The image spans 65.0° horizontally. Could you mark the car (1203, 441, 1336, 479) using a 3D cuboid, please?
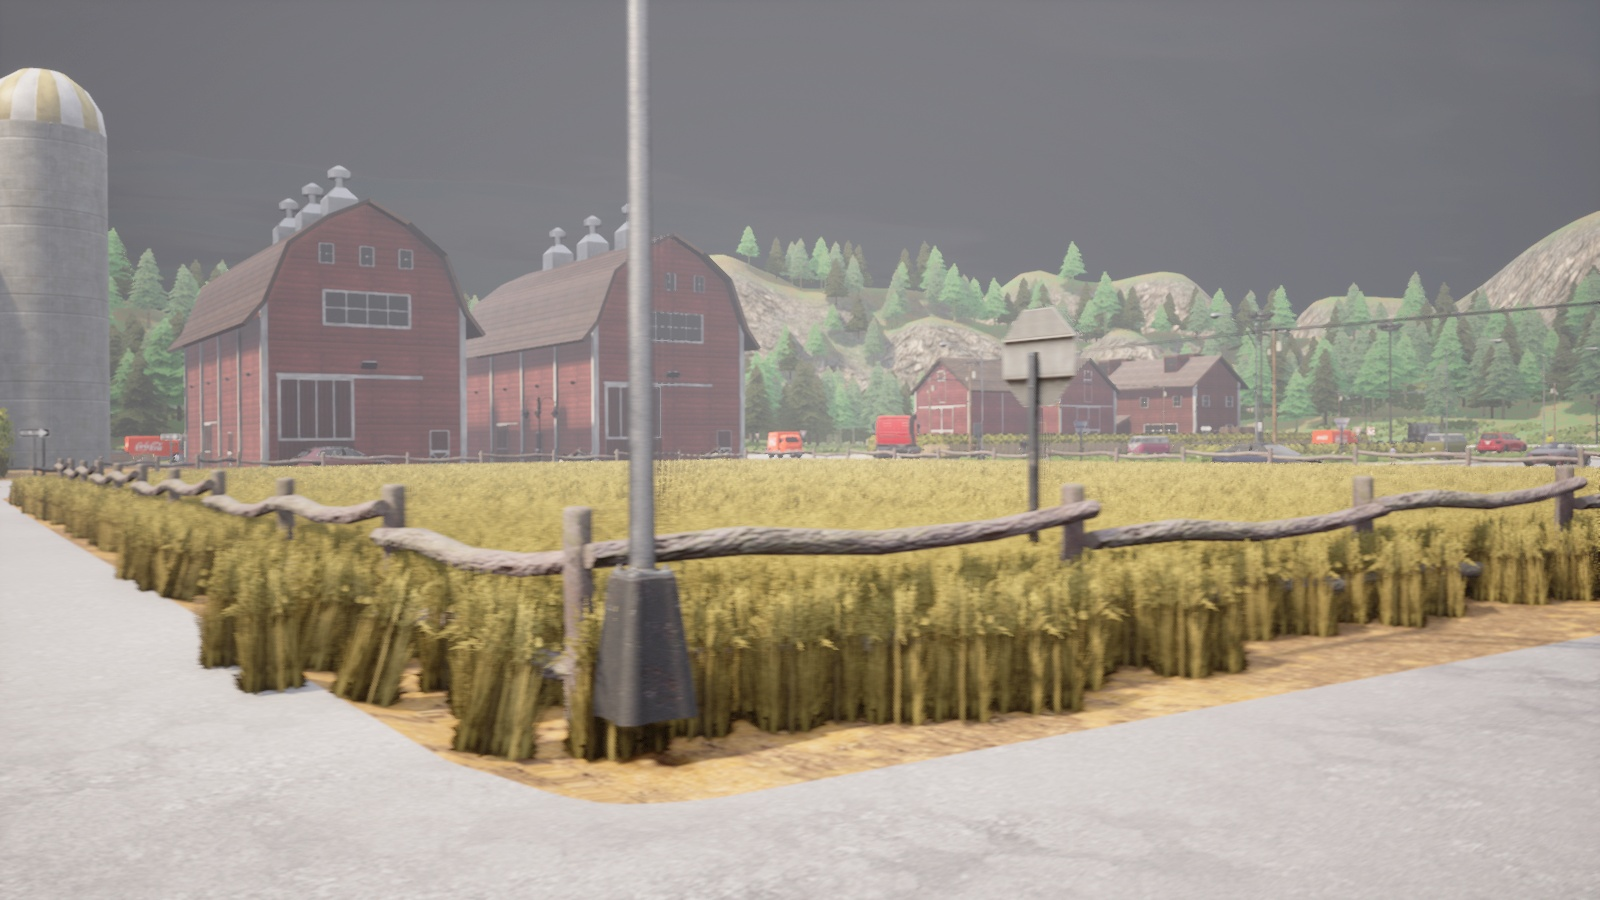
[{"bbox_3d":[19.496,0.389,52.321,2.163,1.488,4.792,-1,0,-35],"label":"car"}]

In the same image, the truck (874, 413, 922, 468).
[{"bbox_3d":[6.382,-0.660,82.825,2.891,3.462,7.936,0,1,2],"label":"truck"}]

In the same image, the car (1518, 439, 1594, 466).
[{"bbox_3d":[40.704,0.111,67.586,4.181,1.385,1.994,-1,0,-36],"label":"car"}]

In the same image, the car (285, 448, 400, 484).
[{"bbox_3d":[-22.440,0.747,61.696,4.856,1.649,2.033,-1,0,-40],"label":"car"}]
